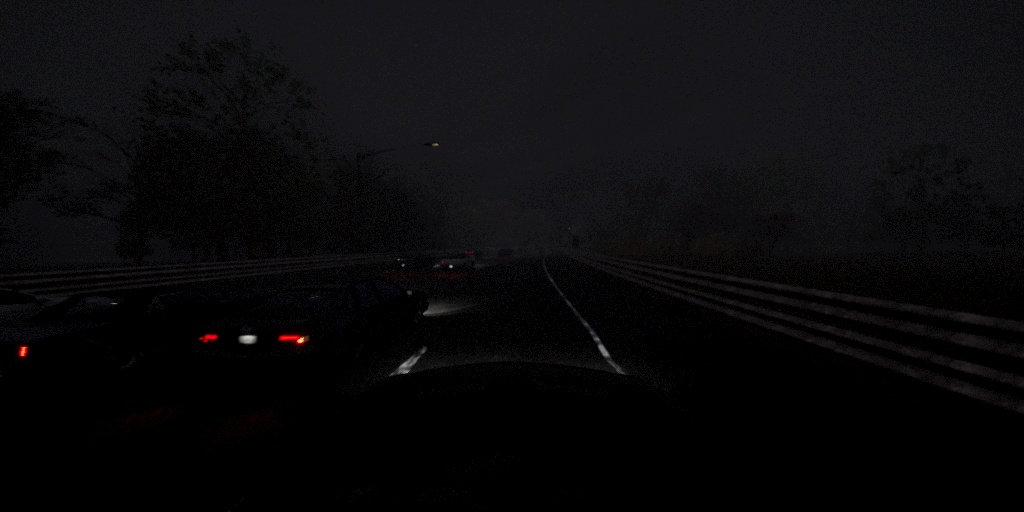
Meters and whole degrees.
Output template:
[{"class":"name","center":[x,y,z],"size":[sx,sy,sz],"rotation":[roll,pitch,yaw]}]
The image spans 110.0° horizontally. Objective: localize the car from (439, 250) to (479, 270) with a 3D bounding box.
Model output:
[{"class":"car","center":[-4.451,0.440,30.018],"size":[1.895,1.301,4.718],"rotation":[-1,2,7]}]

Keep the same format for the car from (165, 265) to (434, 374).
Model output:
[{"class":"car","center":[-3.437,1.125,7.504],"size":[2.033,1.411,5.357],"rotation":[-1,2,6]}]

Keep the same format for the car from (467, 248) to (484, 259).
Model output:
[{"class":"car","center":[-5.253,-0.305,49.519],"size":[2.128,1.511,4.902],"rotation":[-1,2,9]}]

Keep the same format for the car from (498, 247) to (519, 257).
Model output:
[{"class":"car","center":[-0.772,-0.589,55.555],"size":[2.128,1.511,4.902],"rotation":[-1,2,9]}]

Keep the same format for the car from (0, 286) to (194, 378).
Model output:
[{"class":"car","center":[-6.997,1.253,7.177],"size":[1.895,1.301,4.718],"rotation":[-1,2,6]}]

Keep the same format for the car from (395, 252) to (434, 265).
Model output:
[{"class":"car","center":[-7.989,0.404,29.764],"size":[2.128,1.511,4.902],"rotation":[-1,2,7]}]

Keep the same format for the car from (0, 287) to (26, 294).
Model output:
[{"class":"car","center":[-10.520,1.254,6.813],"size":[1.812,1.442,4.674],"rotation":[-1,2,5]}]
